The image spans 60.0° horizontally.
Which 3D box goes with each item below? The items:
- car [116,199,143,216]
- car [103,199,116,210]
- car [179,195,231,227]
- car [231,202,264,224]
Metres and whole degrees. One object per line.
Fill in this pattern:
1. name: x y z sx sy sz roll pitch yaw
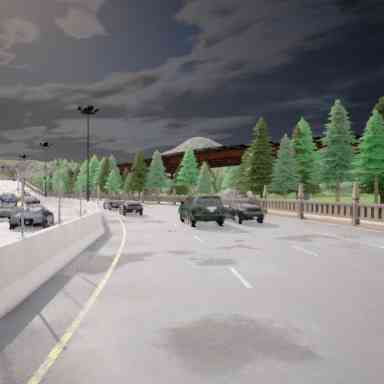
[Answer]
1. car: -6.125 1.505 33.080 1.837 1.490 4.892 0 0 -19
2. car: -10.062 1.547 42.748 2.033 1.411 5.357 0 0 -27
3. car: 0.576 1.222 22.920 2.150 2.045 5.566 0 0 -13
4. car: 3.707 1.504 24.750 1.837 1.490 4.892 0 0 -13
